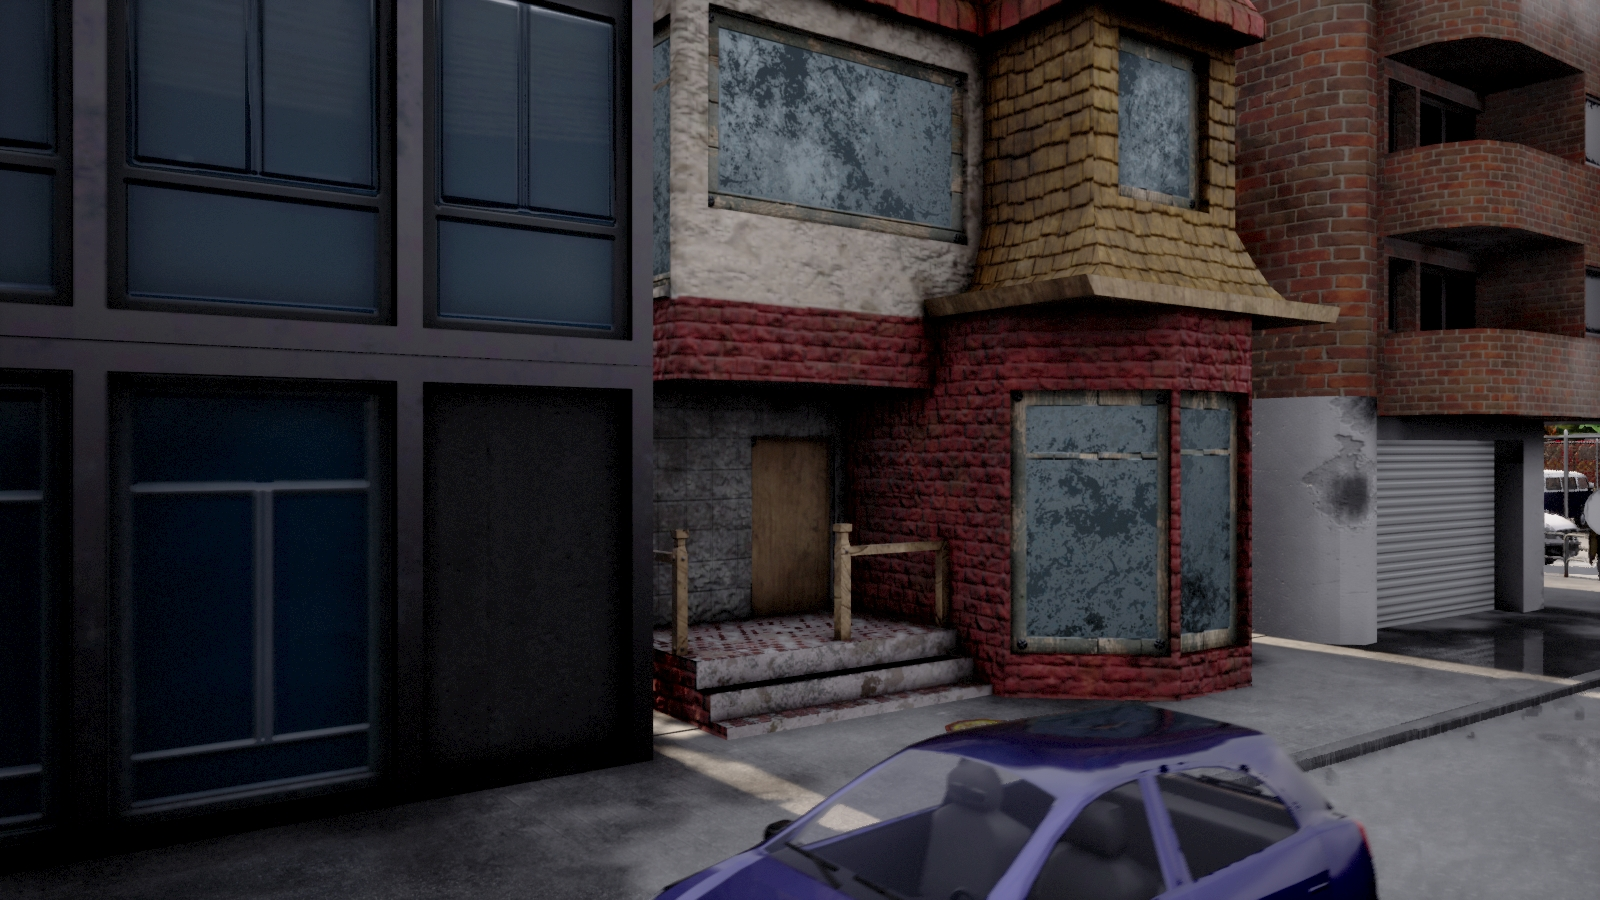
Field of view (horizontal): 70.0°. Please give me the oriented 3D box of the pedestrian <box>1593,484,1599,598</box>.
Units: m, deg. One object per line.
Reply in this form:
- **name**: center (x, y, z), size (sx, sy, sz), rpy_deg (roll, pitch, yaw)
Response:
- **pedestrian**: center (13.341, 1.507, 18.859), size (0.375, 1.860, 0.375), rpy_deg (0, 0, 41)

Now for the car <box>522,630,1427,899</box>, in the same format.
- **car**: center (0.876, 1.817, 4.973), size (3.633, 1.501, 1.845), rpy_deg (0, 0, -35)
